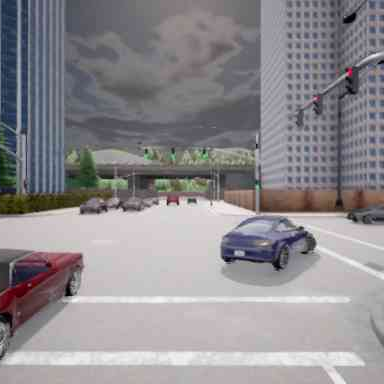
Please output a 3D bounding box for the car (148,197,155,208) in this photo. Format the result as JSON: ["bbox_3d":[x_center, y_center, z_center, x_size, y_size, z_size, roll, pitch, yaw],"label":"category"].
[{"bbox_3d":[-7.075,1.678,49.709,1.895,1.301,4.718,0,0,0],"label":"car"}]

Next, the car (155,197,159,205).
[{"bbox_3d":[-6.996,1.657,59.757,1.994,1.385,4.181,0,0,0],"label":"car"}]

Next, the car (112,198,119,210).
[{"bbox_3d":[-10.587,1.562,45.206,2.128,1.511,4.902,0,0,0],"label":"car"}]

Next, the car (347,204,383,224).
[{"bbox_3d":[13.631,1.602,24.310,4.181,1.385,1.994,0,0,0],"label":"car"}]

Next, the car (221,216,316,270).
[{"bbox_3d":[2.632,1.543,11.165,1.812,1.442,4.674,-1,-1,34],"label":"car"}]

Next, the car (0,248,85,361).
[{"bbox_3d":[-3.406,1.610,5.660,1.895,1.301,4.718,0,0,0],"label":"car"}]

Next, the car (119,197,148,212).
[{"bbox_3d":[-7.092,1.416,40.727,2.097,1.767,4.553,0,0,0],"label":"car"}]

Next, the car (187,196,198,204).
[{"bbox_3d":[0.003,1.606,65.401,1.837,1.490,4.892,0,0,0],"label":"car"}]

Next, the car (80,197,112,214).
[{"bbox_3d":[-10.596,1.409,36.247,2.097,1.767,4.553,0,0,0],"label":"car"}]

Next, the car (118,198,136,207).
[{"bbox_3d":[-10.546,1.686,54.430,1.895,1.301,4.718,0,0,1],"label":"car"}]

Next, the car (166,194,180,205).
[{"bbox_3d":[-3.414,1.316,60.323,2.150,2.045,5.566,0,0,0],"label":"car"}]
